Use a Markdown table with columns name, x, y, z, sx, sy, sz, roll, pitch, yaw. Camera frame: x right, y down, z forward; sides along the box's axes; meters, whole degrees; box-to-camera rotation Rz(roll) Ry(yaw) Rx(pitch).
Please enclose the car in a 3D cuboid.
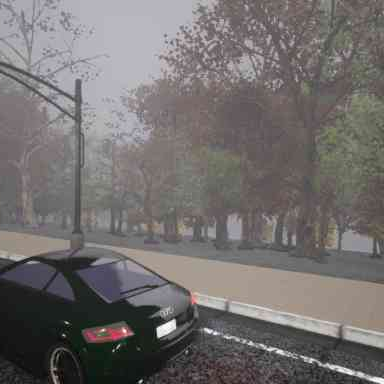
| name | x | y | z | sx | sy | sz | roll | pitch | yaw |
| --- | --- | --- | --- | --- | --- | --- | --- | --- | --- |
| car | -1.926 | 1.563 | 5.061 | 4.181 | 1.385 | 1.994 | 0 | 0 | 36 |
